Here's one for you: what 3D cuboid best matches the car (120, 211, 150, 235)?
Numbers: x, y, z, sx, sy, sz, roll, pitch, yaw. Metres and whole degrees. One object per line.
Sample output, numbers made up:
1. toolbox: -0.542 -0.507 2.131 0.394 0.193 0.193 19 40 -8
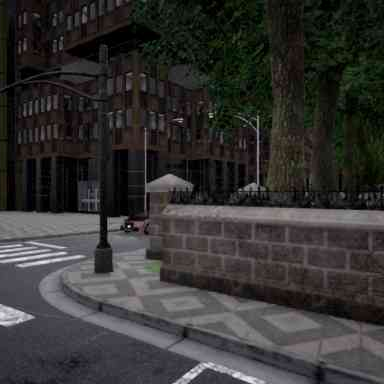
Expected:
1. car: -2.617 1.927 21.583 1.994 1.385 4.181 0 -1 35
